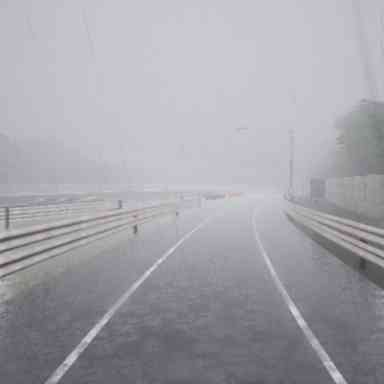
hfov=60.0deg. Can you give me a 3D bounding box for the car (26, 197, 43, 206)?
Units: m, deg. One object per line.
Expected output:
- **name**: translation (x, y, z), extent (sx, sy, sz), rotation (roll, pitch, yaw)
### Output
- **car**: translation (-15.958, 1.219, 37.939), extent (2.033, 1.411, 5.357), rotation (1, 2, 31)

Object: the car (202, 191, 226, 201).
- **car**: translation (4.116, 0.769, 57.620), extent (1.895, 1.301, 4.718), rotation (0, 1, 31)

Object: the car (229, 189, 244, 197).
- **car**: translation (9.885, 0.192, 73.917), extent (2.097, 1.767, 4.553), rotation (1, 1, 31)

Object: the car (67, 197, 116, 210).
- **car**: translation (-9.966, 1.228, 34.320), extent (1.882, 1.535, 5.008), rotation (1, 2, 31)

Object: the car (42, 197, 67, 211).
- **car**: translation (-12.963, 1.257, 36.129), extent (2.033, 1.411, 5.357), rotation (1, 2, 31)

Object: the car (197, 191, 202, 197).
- **car**: translation (2.753, 0.432, 68.888), extent (2.128, 1.511, 4.902), rotation (1, 1, 31)
